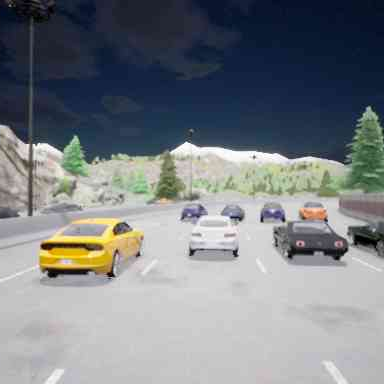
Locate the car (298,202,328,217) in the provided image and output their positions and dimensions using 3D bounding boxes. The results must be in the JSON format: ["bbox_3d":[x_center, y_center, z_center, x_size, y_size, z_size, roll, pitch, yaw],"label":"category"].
[{"bbox_3d":[10.910,1.689,30.249,2.097,1.767,4.553,0,-1,13],"label":"car"}]

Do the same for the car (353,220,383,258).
[{"bbox_3d":[7.903,1.762,13.331,1.895,1.301,4.718,0,-1,6],"label":"car"}]

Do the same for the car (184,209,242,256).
[{"bbox_3d":[0.947,1.663,13.731,1.812,1.442,4.674,0,0,6],"label":"car"}]

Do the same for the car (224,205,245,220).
[{"bbox_3d":[3.808,1.877,30.670,1.994,1.385,4.181,0,-1,13],"label":"car"}]

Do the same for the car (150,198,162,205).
[{"bbox_3d":[-5.815,2.101,67.121,1.882,1.535,5.008,0,0,25],"label":"car"}]

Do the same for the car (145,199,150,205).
[{"bbox_3d":[-8.150,2.148,70.365,1.837,1.490,4.892,0,-1,24],"label":"car"}]

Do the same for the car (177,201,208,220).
[{"bbox_3d":[0.246,1.826,30.833,1.812,1.442,4.674,0,-1,12],"label":"car"}]

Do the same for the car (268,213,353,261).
[{"bbox_3d":[4.360,1.745,13.043,1.895,1.301,4.718,0,-1,6],"label":"car"}]

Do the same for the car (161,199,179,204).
[{"bbox_3d":[-3.438,2.205,63.934,1.895,1.301,4.718,0,-1,25],"label":"car"}]

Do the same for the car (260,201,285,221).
[{"bbox_3d":[7.249,1.672,30.025,2.097,1.767,4.553,0,-1,13],"label":"car"}]

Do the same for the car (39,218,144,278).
[{"bbox_3d":[-2.863,1.569,10.557,1.882,1.535,5.008,0,-1,4],"label":"car"}]

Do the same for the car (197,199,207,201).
[{"bbox_3d":[1.910,2.199,67.064,2.033,1.411,5.357,0,-1,26],"label":"car"}]

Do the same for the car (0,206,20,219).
[{"bbox_3d":[-15.404,1.728,24.981,2.033,1.411,5.357,0,-1,9],"label":"car"}]

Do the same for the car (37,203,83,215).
[{"bbox_3d":[-11.179,1.736,28.433,1.837,1.490,4.892,0,-1,11],"label":"car"}]
